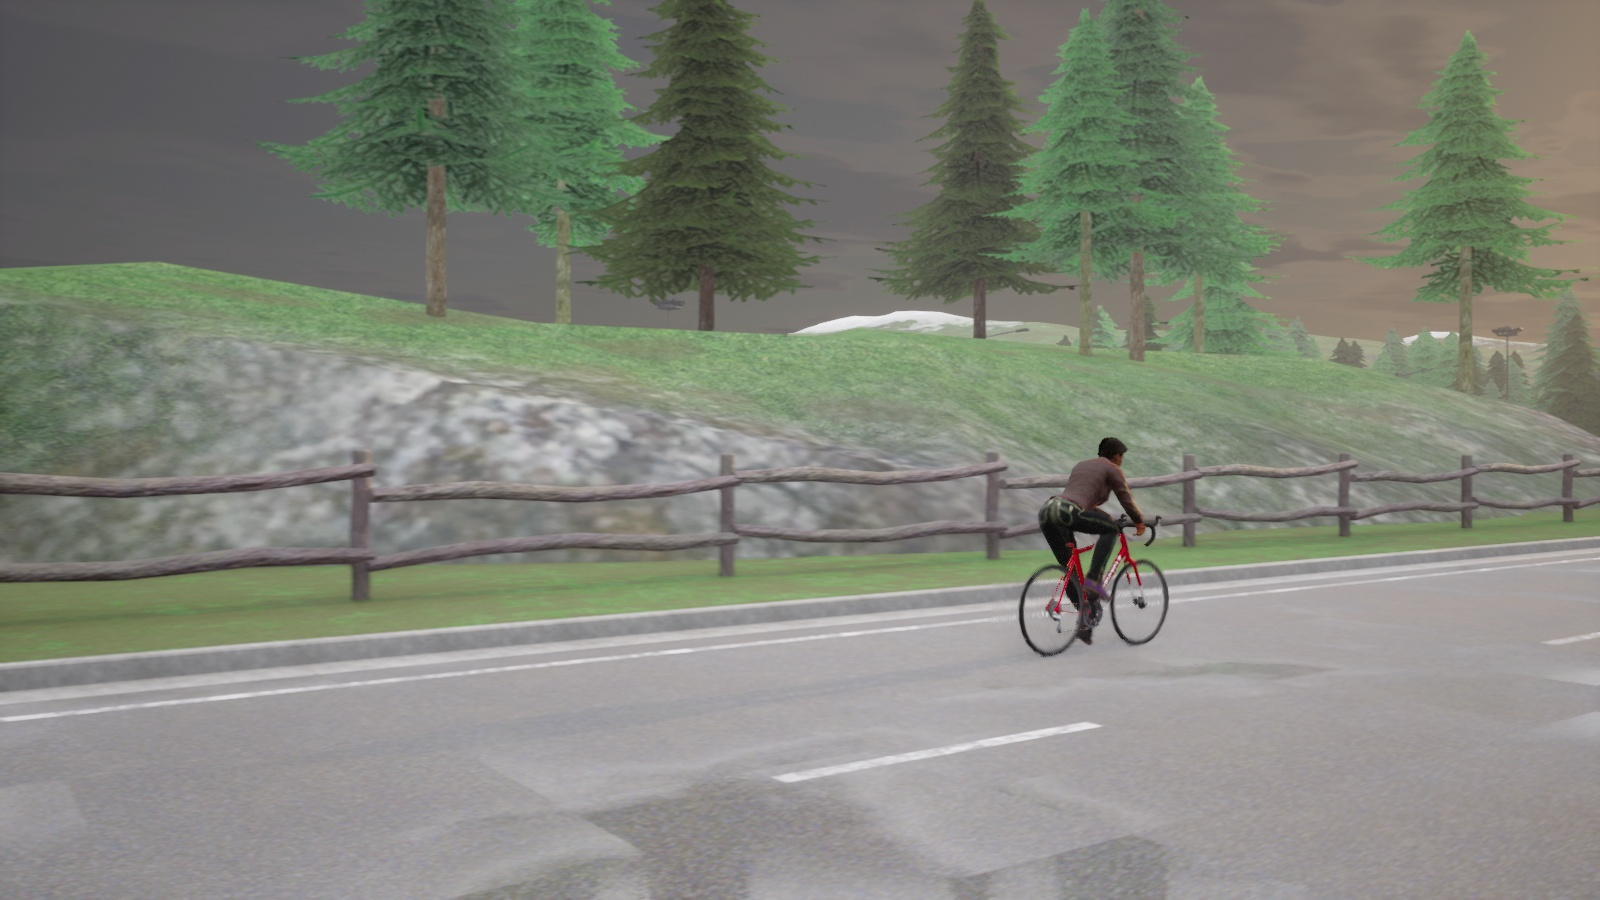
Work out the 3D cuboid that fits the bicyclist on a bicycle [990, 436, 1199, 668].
[{"bbox_3d":[2.246,0.716,9.487,1.656,1.620,0.582,0,0,-35],"label":"bicyclist on a bicycle"}]
